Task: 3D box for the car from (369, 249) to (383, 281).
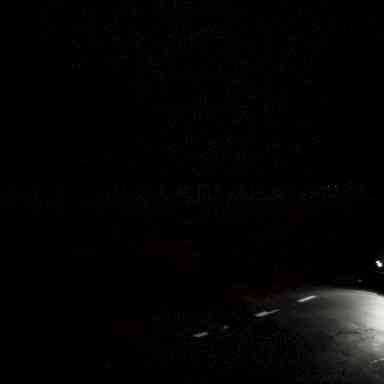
[{"bbox_3d":[6.604,1.506,8.633,5.357,1.411,2.033,0,0,-40],"label":"car"}]
